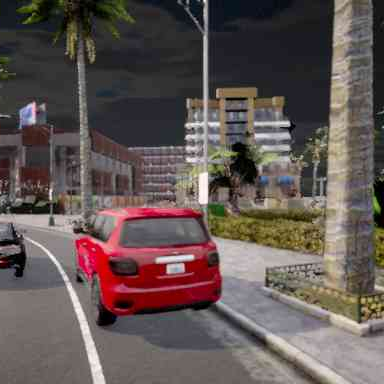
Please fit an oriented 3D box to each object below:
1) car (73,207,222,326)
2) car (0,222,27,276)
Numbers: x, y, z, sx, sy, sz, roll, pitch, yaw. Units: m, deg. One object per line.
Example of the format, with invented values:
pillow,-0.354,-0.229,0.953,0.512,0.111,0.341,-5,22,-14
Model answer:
car,-1.394,1.351,7.711,2.150,2.045,5.566,0,-1,-25
car,-6.326,1.675,10.422,2.128,1.511,4.902,1,-1,-29
